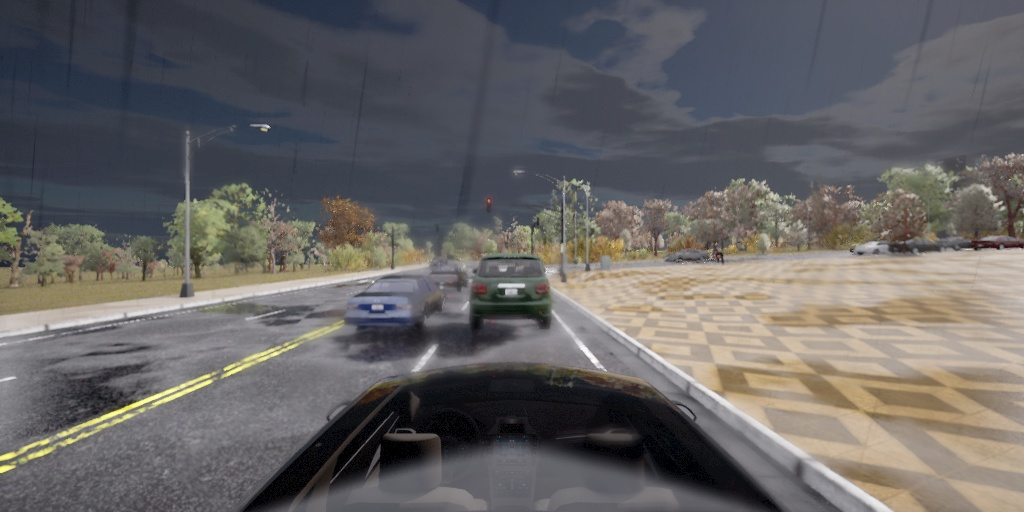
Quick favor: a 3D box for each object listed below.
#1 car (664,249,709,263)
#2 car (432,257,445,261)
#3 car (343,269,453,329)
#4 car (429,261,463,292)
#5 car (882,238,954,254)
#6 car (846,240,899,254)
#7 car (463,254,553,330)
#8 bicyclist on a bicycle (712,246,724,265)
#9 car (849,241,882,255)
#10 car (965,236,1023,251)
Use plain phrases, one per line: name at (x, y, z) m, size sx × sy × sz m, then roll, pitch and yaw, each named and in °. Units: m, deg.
car at (20.140, 0.021, 41.412) m, size 4.902 × 1.511 × 2.128 m, roll -3°, pitch 0°, yaw -4°
car at (-13.335, 1.346, 62.905) m, size 1.994 × 1.385 × 4.181 m, roll 0°, pitch 0°, yaw -5°
car at (-3.319, 1.289, 11.198) m, size 2.033 × 1.411 × 5.357 m, roll 0°, pitch 0°, yaw -1°
car at (-3.638, 1.229, 20.963) m, size 2.128 × 1.511 × 4.902 m, roll 0°, pitch 0°, yaw 0°
car at (41.212, -0.929, 36.454) m, size 5.008 × 1.535 × 1.882 m, roll -3°, pitch 0°, yaw -5°
car at (43.478, -1.018, 43.290) m, size 4.892 × 1.490 × 1.837 m, roll -2°, pitch 0°, yaw -6°
car at (-0.070, 0.962, 11.218) m, size 2.150 × 2.045 × 5.566 m, roll 0°, pitch 0°, yaw -1°
bicyclist on a bicycle at (17.378, -0.038, 30.332) m, size 0.582 × 1.620 × 1.656 m, roll -2°, pitch 0°, yaw -3°
car at (40.547, -0.860, 39.653) m, size 4.674 × 1.442 × 1.812 m, roll -3°, pitch 0°, yaw -6°
car at (51.130, -1.367, 37.594) m, size 5.008 × 1.535 × 1.882 m, roll -3°, pitch 0°, yaw -7°
